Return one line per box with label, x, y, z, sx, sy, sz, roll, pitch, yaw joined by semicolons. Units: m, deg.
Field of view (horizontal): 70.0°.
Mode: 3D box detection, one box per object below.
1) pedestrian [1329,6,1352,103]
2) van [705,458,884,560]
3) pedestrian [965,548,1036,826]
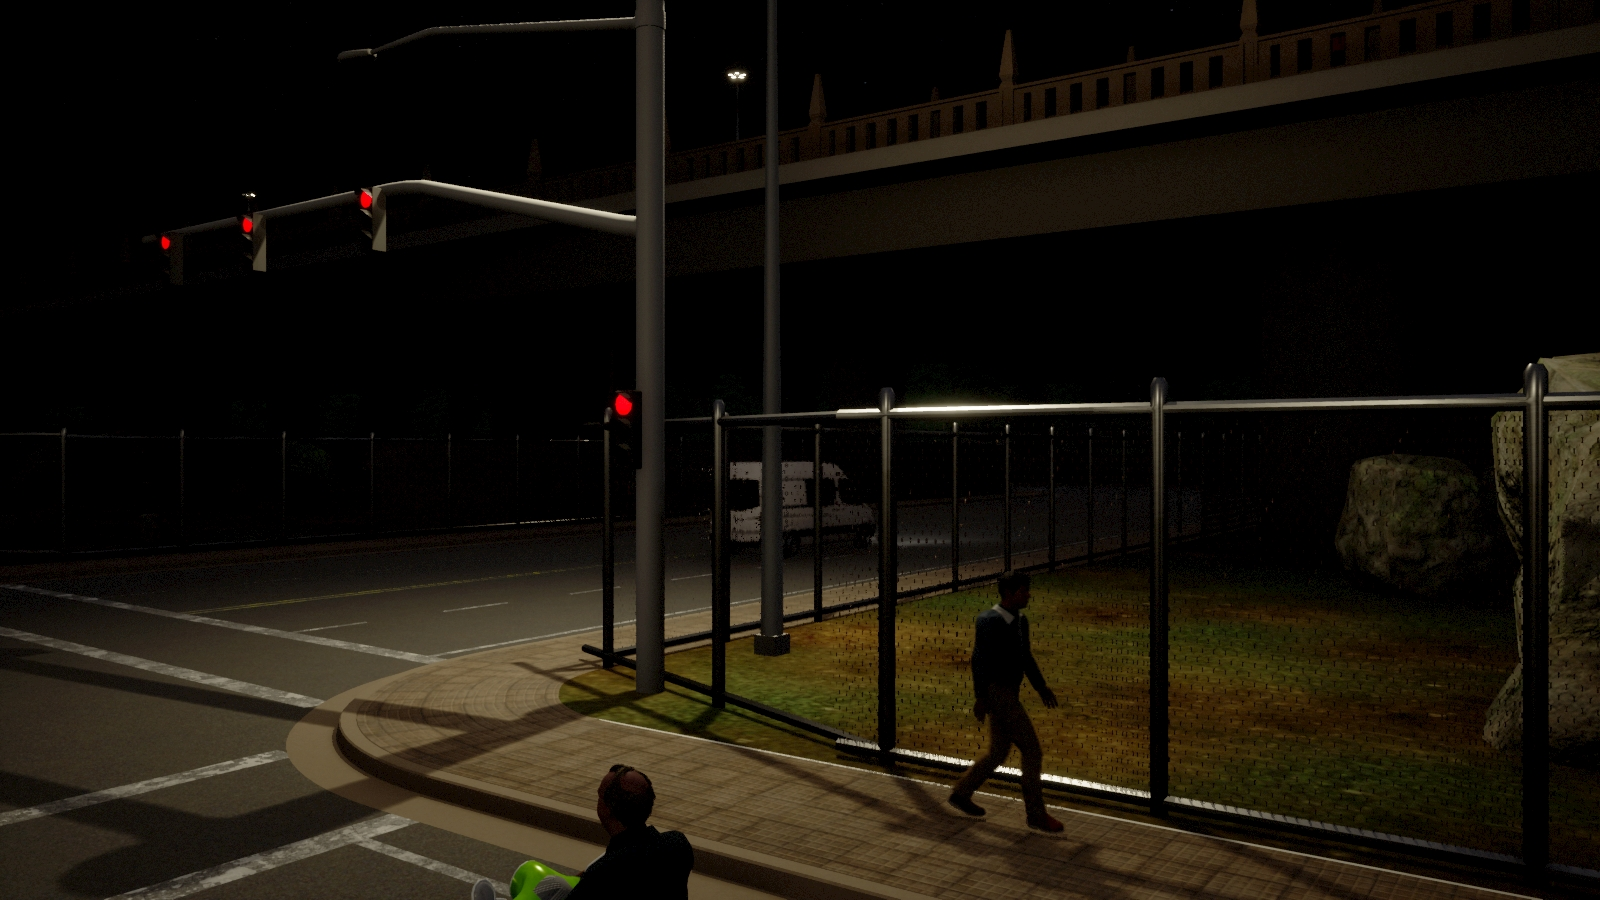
pedestrian;11.365;-8.303;24.012;0.375;1.860;0.375;0;0;35
van;-0.006;1.534;32.140;1.988;2.561;5.915;0;0;35
pedestrian;1.423;1.643;8.083;0.375;1.860;0.375;0;0;33
